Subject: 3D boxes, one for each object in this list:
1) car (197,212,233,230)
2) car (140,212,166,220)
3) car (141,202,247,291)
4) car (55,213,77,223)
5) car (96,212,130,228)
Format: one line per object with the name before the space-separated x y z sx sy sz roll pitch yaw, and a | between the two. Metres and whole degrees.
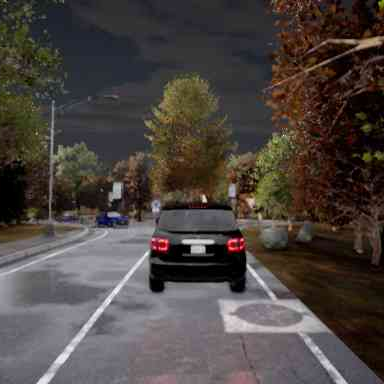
car | 2.189 2.552 29.802 2.033 1.411 5.357 -2 -4 17
car | -7.774 4.869 66.854 4.902 1.511 2.128 2 -4 -15
car | 0.117 1.279 9.281 2.150 2.045 5.566 0 -1 0
car | -19.474 4.031 51.804 1.812 1.442 4.674 -1 -4 5
car | -7.692 2.631 31.994 1.882 1.535 5.008 4 -5 -35
